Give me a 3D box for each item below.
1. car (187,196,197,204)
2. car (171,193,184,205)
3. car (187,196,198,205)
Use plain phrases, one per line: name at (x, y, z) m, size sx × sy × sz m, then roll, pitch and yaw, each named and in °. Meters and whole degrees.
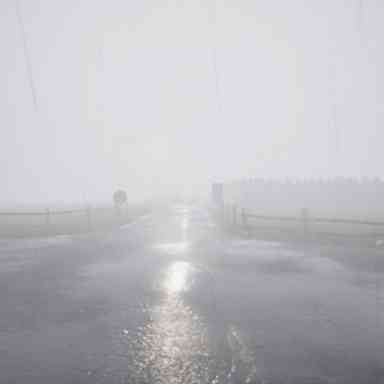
car at (0.026, 1.546, 68.029) m, size 1.837 × 1.490 × 4.892 m, roll 0°, pitch 0°, yaw 0°
car at (-2.727, 1.262, 62.165) m, size 2.150 × 2.045 × 5.566 m, roll 0°, pitch 0°, yaw 0°
car at (0.022, 1.642, 58.054) m, size 1.895 × 1.301 × 4.718 m, roll 0°, pitch 0°, yaw 0°
